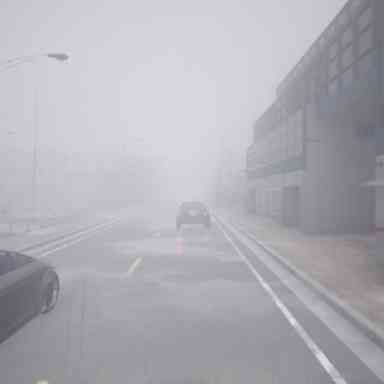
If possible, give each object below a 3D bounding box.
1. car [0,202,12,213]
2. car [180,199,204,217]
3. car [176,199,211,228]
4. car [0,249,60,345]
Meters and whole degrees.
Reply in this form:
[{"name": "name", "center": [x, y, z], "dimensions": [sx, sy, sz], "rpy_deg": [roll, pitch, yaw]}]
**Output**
[{"name": "car", "center": [-17.978, 1.196, 29.070], "dimensions": [3.806, 1.475, 1.970], "rpy_deg": [0, 0, 0]}, {"name": "car", "center": [0.054, 1.437, 31.692], "dimensions": [2.128, 1.511, 4.902], "rpy_deg": [0, 0, 0]}, {"name": "car", "center": [0.082, 1.314, 21.814], "dimensions": [2.097, 1.767, 4.553], "rpy_deg": [0, 0, 0]}, {"name": "car", "center": [-3.561, 1.555, 4.777], "dimensions": [1.994, 1.385, 4.181], "rpy_deg": [0, 0, 0]}]
